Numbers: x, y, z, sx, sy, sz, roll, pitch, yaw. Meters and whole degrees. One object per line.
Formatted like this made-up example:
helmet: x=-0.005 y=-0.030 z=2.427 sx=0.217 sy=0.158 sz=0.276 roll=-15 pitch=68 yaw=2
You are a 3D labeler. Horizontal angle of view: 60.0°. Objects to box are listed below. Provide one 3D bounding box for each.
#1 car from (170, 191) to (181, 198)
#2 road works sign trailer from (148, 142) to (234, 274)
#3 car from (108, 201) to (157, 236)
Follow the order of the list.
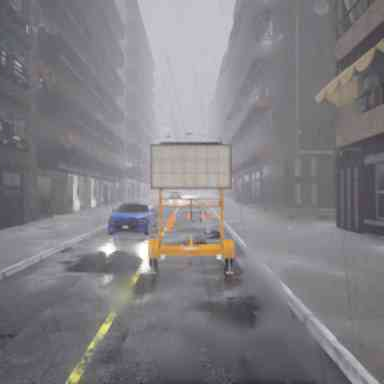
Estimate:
car: x=-2.930 y=0.597 z=59.653 sx=1.812 sy=1.442 sz=4.674 roll=0 pitch=1 yaw=0
road works sign trailer: x=-0.028 y=0.307 z=9.976 sx=2.380 sy=3.560 sz=2.880 roll=0 pitch=1 yaw=0
car: x=-2.884 y=1.213 z=16.901 sx=1.882 sy=1.535 sz=5.008 roll=0 pitch=1 yaw=0
